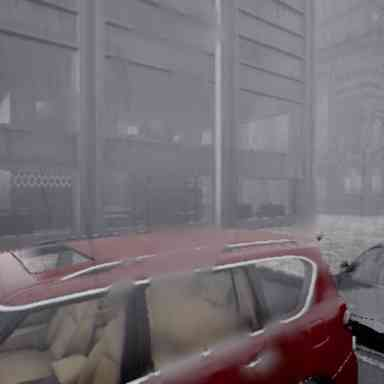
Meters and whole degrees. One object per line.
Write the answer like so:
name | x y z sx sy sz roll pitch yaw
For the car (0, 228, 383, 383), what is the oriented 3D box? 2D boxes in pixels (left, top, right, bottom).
car | -0.822 1.306 2.390 5.009 1.841 2.192 0 0 -35
